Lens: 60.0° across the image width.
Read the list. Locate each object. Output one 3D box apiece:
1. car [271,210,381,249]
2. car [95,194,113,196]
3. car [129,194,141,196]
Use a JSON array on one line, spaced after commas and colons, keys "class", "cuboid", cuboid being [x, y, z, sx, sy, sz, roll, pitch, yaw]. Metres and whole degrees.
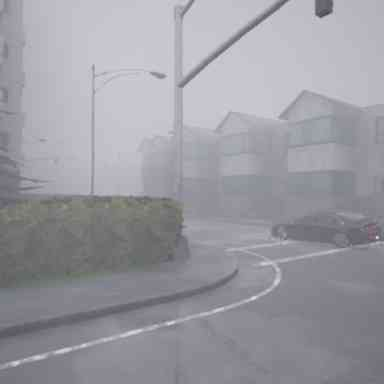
[{"class": "car", "cuboid": [5.921, 1.596, 15.284, 1.837, 1.490, 4.892, -7, 4, -39]}, {"class": "car", "cuboid": [-19.350, 1.413, 75.541, 3.806, 1.475, 1.970, 0, 0, -36]}, {"class": "car", "cuboid": [-11.501, 1.521, 76.759, 4.514, 1.523, 2.007, 0, 0, -36]}]
